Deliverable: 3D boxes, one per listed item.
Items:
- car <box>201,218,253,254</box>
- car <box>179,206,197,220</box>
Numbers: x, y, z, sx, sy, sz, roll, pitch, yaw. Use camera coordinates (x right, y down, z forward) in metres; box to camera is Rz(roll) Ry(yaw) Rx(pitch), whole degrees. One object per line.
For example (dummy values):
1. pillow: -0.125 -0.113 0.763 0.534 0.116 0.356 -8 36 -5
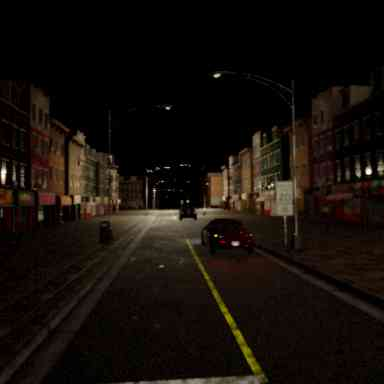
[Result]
1. car: 1.543 1.957 15.588 1.812 1.442 4.674 -1 -2 -5
2. car: -0.550 2.614 42.211 2.097 1.767 4.553 -1 -2 -4
